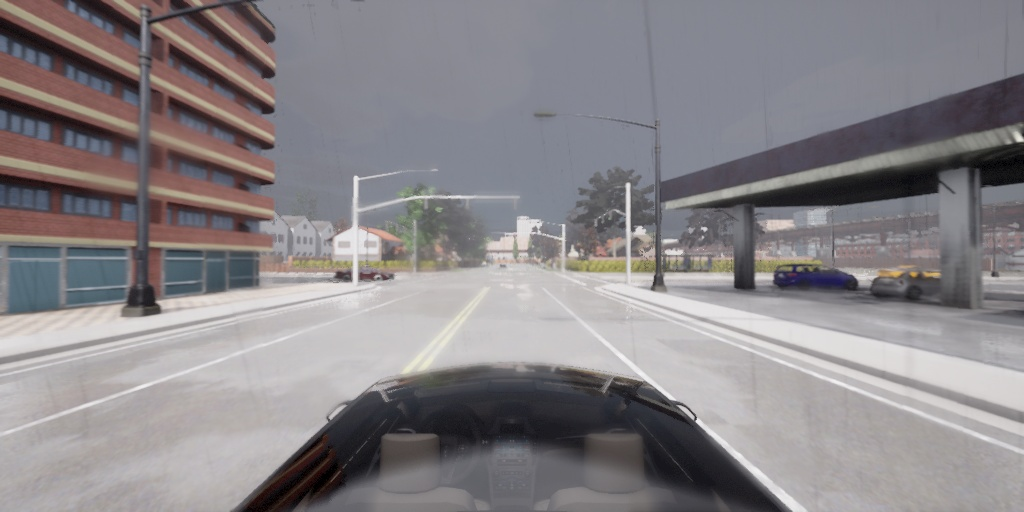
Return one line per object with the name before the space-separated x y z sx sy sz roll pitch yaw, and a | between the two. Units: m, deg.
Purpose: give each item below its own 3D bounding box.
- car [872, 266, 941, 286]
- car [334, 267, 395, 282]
car | 37.335 1.722 33.477 5.008 1.535 1.882 1 -1 1
car | -14.077 1.743 34.305 5.357 1.411 2.033 0 -1 1
